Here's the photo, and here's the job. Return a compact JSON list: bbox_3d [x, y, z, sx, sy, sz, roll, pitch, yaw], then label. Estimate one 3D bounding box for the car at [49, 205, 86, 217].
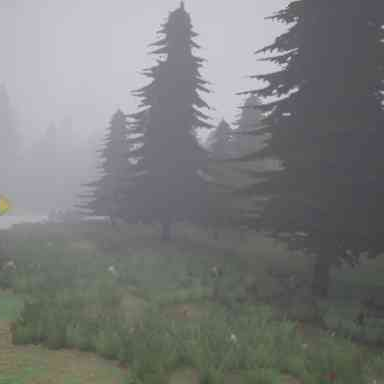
[{"bbox_3d":[-13.172,2.167,35.749,2.097,1.767,4.553,5,-2,14],"label":"car"}]
